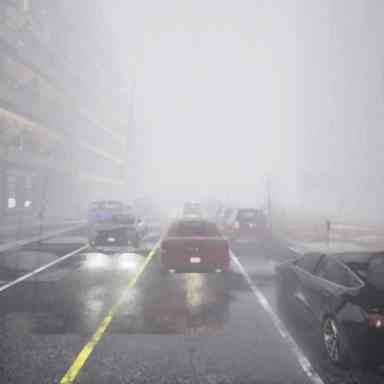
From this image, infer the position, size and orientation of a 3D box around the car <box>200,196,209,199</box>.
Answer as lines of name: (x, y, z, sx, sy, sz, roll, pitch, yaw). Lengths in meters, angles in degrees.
car: (2.641, 1.858, 55.305, 1.887, 1.381, 4.507, 0, 0, 0)

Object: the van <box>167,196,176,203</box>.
van: (-5.770, 1.873, 88.435, 1.690, 1.788, 3.998, 0, 0, 0)

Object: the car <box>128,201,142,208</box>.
car: (-5.714, 1.695, 27.684, 1.887, 1.381, 4.507, 0, 0, 0)

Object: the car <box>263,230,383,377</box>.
car: (2.688, 1.595, 5.600, 1.947, 1.339, 4.313, 0, 0, 0)

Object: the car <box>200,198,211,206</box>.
car: (2.631, 1.935, 66.350, 2.008, 1.369, 4.403, 0, 0, 0)

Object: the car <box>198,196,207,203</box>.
car: (2.616, 1.809, 82.920, 2.192, 1.841, 5.009, 0, 0, 0)

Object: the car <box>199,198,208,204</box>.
car: (2.621, 2.008, 77.395, 2.008, 1.369, 4.403, 0, 0, 0)

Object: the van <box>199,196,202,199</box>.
van: (2.637, 1.690, 60.829, 1.690, 1.788, 3.998, 0, 0, 0)

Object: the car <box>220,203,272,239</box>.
car: (2.678, 1.529, 16.646, 1.967, 1.590, 4.097, 0, 0, 0)

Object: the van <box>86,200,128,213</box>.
van: (-5.708, 1.461, 22.163, 1.690, 1.788, 3.998, 0, 0, 0)

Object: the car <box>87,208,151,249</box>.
car: (-3.113, 1.643, 14.792, 1.994, 1.385, 4.181, 0, 0, 0)

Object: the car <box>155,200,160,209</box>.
car: (-5.734, 1.830, 49.774, 2.008, 1.369, 4.403, 0, 0, 0)

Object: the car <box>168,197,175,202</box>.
car: (-5.776, 2.095, 93.786, 1.752, 1.417, 4.829, 0, 0, 0)

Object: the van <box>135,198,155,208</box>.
van: (-5.723, 1.554, 38.730, 1.690, 1.788, 3.998, 0, 0, 0)

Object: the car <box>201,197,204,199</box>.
car: (2.647, 1.845, 49.782, 1.947, 1.339, 4.313, 0, 0, 0)

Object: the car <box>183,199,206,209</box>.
car: (0.069, 1.730, 33.501, 2.033, 1.411, 5.357, 0, 0, 0)

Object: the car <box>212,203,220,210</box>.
car: (2.673, 1.670, 22.168, 2.008, 1.369, 4.403, 0, 0, 0)

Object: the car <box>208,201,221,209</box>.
car: (2.667, 1.701, 27.692, 2.008, 1.369, 4.403, 0, 0, 0)

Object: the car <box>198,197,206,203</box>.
car: (2.610, 2.098, 88.440, 1.947, 1.339, 4.313, 0, 0, 0)

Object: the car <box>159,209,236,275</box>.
car: (0.053, 1.534, 10.651, 1.882, 1.535, 5.008, 0, 0, -1)

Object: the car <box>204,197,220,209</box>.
car: (2.657, 1.653, 38.736, 1.967, 1.590, 4.097, 0, 0, 0)
